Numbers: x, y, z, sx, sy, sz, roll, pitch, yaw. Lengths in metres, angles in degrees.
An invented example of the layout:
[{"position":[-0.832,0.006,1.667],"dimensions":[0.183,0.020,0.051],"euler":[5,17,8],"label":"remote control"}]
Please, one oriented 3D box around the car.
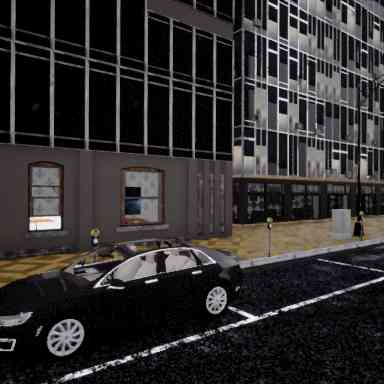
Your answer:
[{"position":[-1.045,1.551,5.806],"dimensions":[4.403,1.369,2.008],"euler":[0,0,-35],"label":"car"}]
